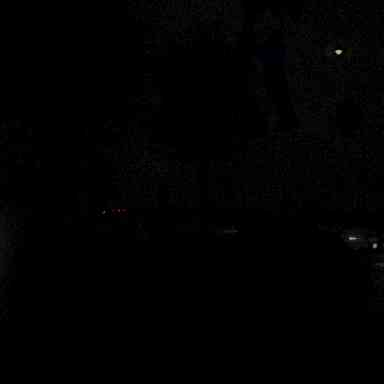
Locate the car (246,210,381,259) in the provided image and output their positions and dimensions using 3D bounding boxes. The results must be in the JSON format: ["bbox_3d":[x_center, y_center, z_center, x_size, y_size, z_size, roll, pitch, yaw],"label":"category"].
[{"bbox_3d":[4.743,1.579,13.193,2.128,1.511,4.902,0,-1,-35],"label":"car"}]

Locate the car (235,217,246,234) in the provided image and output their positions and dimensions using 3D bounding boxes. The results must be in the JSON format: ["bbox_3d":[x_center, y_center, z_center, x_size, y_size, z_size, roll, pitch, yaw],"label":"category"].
[{"bbox_3d":[4.382,1.722,18.852,1.994,1.385,4.181,0,-1,-35],"label":"car"}]

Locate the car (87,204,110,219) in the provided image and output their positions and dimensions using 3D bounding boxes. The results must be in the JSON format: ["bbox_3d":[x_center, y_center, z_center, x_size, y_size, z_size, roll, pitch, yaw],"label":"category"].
[{"bbox_3d":[-10.790,2.079,35.412,1.837,1.490,4.892,0,-1,-35],"label":"car"}]

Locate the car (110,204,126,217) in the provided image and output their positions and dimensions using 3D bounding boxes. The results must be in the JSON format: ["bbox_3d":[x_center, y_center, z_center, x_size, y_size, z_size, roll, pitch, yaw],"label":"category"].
[{"bbox_3d":[-9.485,2.158,38.661,2.033,1.411,5.357,0,-1,-35],"label":"car"}]
